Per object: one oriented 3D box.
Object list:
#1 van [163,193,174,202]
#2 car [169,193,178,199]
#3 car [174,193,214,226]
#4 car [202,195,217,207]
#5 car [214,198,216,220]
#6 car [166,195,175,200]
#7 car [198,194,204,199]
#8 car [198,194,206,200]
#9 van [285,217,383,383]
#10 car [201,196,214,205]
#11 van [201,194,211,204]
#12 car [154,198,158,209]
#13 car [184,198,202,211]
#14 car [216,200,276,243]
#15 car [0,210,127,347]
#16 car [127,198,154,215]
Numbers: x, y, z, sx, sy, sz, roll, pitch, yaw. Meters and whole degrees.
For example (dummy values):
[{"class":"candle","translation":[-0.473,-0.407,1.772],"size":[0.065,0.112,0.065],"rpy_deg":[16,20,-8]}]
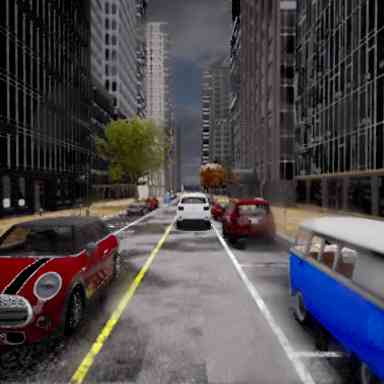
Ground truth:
[{"class":"van","translation":[-5.311,1.187,72.308],"size":[1.690,1.788,3.998],"rpy_deg":[-1,0,0]},{"class":"car","translation":[-5.305,1.113,94.903],"size":[2.192,1.841,5.009],"rpy_deg":[-1,0,0]},{"class":"car","translation":[0.106,1.172,23.149],"size":[2.150,2.045,5.566],"rpy_deg":[0,0,0]},{"class":"car","translation":[2.565,1.333,49.743],"size":[1.967,1.590,4.097],"rpy_deg":[-1,0,0]},{"class":"car","translation":[2.561,1.486,27.148],"size":[1.887,1.381,4.507],"rpy_deg":[-1,0,0]},{"class":"car","translation":[-5.304,1.388,83.606],"size":[1.947,1.339,4.313],"rpy_deg":[-1,0,0]},{"class":"car","translation":[2.578,1.324,95.104],"size":[1.752,1.417,4.829],"rpy_deg":[-1,0,0]},{"class":"car","translation":[2.577,1.362,89.285],"size":[2.008,1.369,4.403],"rpy_deg":[-1,0,0]},{"class":"van","translation":[2.552,1.331,4.553],"size":[1.690,1.788,3.998],"rpy_deg":[-1,0,0]},{"class":"car","translation":[2.568,1.426,55.392],"size":[1.887,1.381,4.507],"rpy_deg":[-1,0,0]},{"class":"van","translation":[2.566,1.211,61.040],"size":[1.690,1.788,3.998],"rpy_deg":[-1,0,0]},{"class":"car","translation":[-5.316,1.498,38.416],"size":[1.802,1.307,4.206],"rpy_deg":[-1,0,0]},{"class":"car","translation":[0.111,1.458,41.205],"size":[2.033,1.411,5.357],"rpy_deg":[0,0,0]},{"class":"car","translation":[2.555,1.280,15.851],"size":[2.192,1.841,5.009],"rpy_deg":[-1,0,0]},{"class":"car","translation":[-2.849,1.337,6.635],"size":[2.097,1.767,4.553],"rpy_deg":[0,0,0]},{"class":"car","translation":[-5.318,1.479,32.768],"size":[2.008,1.369,4.403],"rpy_deg":[-1,0,0]}]
